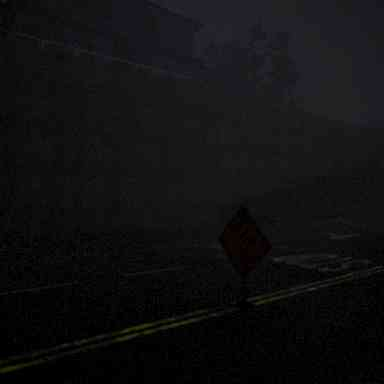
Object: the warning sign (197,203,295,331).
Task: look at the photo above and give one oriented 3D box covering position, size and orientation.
[{"bbox_3d":[0.911,1.152,5.809,1.060,1.860,1.300,1,0,-36],"label":"warning sign"}]
